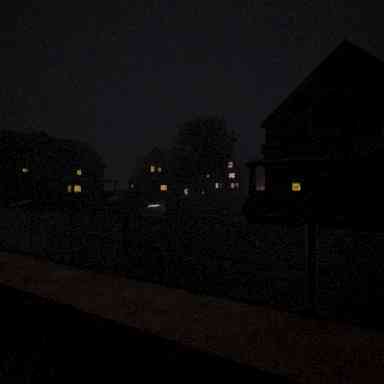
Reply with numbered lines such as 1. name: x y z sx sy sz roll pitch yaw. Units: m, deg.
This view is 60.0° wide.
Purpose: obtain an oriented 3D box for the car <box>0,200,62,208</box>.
1. car: -8.951 1.211 20.043 1.837 1.490 4.892 1 2 35

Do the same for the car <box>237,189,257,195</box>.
1. car: 8.286 0.382 49.137 1.837 1.490 4.892 1 1 36

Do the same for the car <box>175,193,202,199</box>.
1. car: -0.258 0.778 37.284 1.994 1.385 4.181 1 2 36

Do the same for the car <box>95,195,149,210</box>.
1. car: -6.107 0.997 29.115 2.033 1.411 5.357 1 2 35
